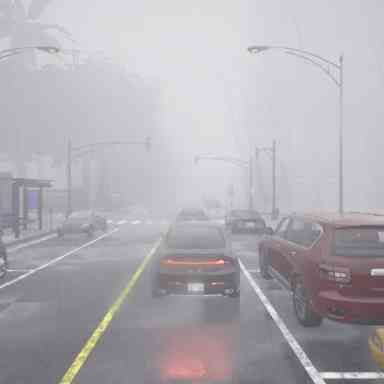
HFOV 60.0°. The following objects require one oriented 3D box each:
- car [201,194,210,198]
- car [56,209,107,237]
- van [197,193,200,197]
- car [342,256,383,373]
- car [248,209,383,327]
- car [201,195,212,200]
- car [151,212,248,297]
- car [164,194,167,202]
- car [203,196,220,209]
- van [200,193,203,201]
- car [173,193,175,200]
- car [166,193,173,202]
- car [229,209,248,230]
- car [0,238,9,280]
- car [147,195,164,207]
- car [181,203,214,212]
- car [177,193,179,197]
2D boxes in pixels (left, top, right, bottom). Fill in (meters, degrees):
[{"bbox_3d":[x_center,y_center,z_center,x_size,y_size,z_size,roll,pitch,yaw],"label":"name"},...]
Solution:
[{"bbox_3d":[2.807,1.495,55.250,1.752,1.417,4.829,0,0,0],"label":"car"},{"bbox_3d":[-5.750,1.577,17.828,1.802,1.307,4.206,0,0,0],"label":"car"},{"bbox_3d":[2.830,1.277,82.182,1.690,1.788,3.998,0,0,0],"label":"van"},{"bbox_3d":[2.761,1.525,1.697,1.752,1.417,4.829,0,0,0],"label":"car"},{"bbox_3d":[2.765,1.314,6.952,2.192,1.841,5.009,0,0,0],"label":"car"},{"bbox_3d":[2.803,1.541,49.660,1.947,1.339,4.313,0,0,0],"label":"car"},{"bbox_3d":[0.083,1.503,8.533,1.837,1.490,4.892,0,0,0],"label":"car"},{"bbox_3d":[-5.719,1.410,55.107,1.967,1.590,4.097,0,0,0],"label":"car"},{"bbox_3d":[2.798,1.545,44.239,1.947,1.339,4.313,0,0,0],"label":"car"},{"bbox_3d":[2.811,1.306,60.500,1.690,1.788,3.998,0,0,0],"label":"van"},{"bbox_3d":[-5.700,1.259,76.788,2.192,1.841,5.009,0,0,0],"label":"car"},{"bbox_3d":[-5.704,1.392,71.368,1.967,1.590,4.097,0,0,0],"label":"car"},{"bbox_3d":[2.775,1.561,17.803,1.947,1.339,4.313,0,0,0],"label":"car"},{"bbox_3d":[-5.760,1.439,6.975,1.967,1.590,4.097,0,0,0],"label":"car"},{"bbox_3d":[-5.723,1.525,49.687,2.008,1.369,4.403,0,0,0],"label":"car"},{"bbox_3d":[0.017,1.559,18.561,1.994,1.385,4.181,0,0,0],"label":"car"},{"bbox_3d":[-5.686,1.233,93.049,2.192,1.841,5.009,0,0,0],"label":"car"}]
